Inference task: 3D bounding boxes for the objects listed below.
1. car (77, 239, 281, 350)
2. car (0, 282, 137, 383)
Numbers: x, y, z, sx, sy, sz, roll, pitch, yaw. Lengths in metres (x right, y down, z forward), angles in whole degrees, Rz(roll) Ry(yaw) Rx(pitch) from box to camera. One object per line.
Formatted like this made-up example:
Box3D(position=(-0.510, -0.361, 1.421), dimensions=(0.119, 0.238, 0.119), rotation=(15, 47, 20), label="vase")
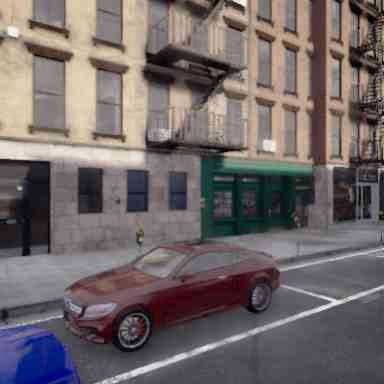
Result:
Box3D(position=(-0.134, 1.581, 6.094), dimensions=(4.206, 1.307, 1.802), rotation=(0, 0, -35), label="car")
Box3D(position=(-2.874, 1.478, 1.003), dimensions=(5.008, 1.535, 1.882), rotation=(0, 0, -36), label="car")
